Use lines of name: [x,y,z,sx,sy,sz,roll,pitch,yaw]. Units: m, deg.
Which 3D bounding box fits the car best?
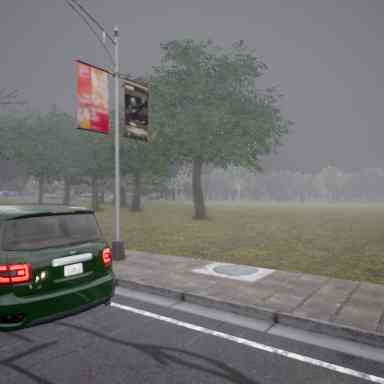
car: [-3.904,1.240,6.428,5.566,2.045,2.150,0,0,36]
